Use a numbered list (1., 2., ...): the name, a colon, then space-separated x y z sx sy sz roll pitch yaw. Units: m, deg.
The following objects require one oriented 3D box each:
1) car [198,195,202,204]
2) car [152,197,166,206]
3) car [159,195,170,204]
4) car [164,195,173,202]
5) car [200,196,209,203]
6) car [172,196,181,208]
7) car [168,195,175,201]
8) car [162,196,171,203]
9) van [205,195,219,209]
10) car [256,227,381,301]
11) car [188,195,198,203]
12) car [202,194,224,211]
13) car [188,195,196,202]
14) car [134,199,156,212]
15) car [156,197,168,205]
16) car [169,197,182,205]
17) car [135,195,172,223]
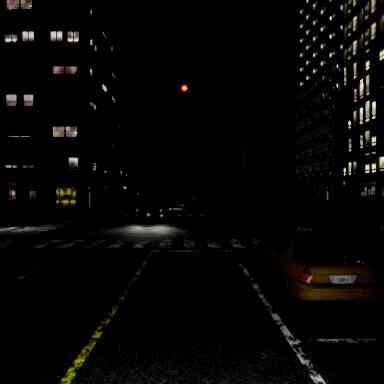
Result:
1. car: 2.773 1.361 62.596 2.192 1.841 5.009 0 0 0
2. car: -5.613 1.588 57.081 2.008 1.369 4.403 0 0 0
3. car: -5.599 1.496 68.135 1.967 1.590 4.097 0 0 0
4. car: -5.583 1.516 79.188 1.967 1.590 4.097 0 0 0
5. car: 2.790 1.611 73.650 1.887 1.381 4.507 0 0 0
6. car: -3.030 1.573 48.575 2.033 1.411 5.357 0 0 0
7. car: -5.567 1.624 90.072 1.752 1.417 4.829 0 0 0
8. car: -5.590 1.648 73.662 1.802 1.307 4.206 0 0 0
9. van: 2.750 1.363 46.016 1.690 1.788 3.998 0 0 0
10. car: 2.698 1.526 8.247 1.752 1.417 4.829 0 0 0
11. car: 0.199 1.656 67.812 1.895 1.301 4.718 0 0 0
12. car: 2.742 1.332 40.490 2.192 1.841 5.009 0 0 0
13. car: 0.112 1.556 80.177 1.882 1.535 5.008 0 0 0
14. car: -5.636 1.567 40.502 2.008 1.369 4.403 0 0 0
15. car: -5.606 1.591 62.607 1.887 1.381 4.507 0 0 0
16. car: -2.979 1.592 61.714 2.033 1.411 5.357 0 0 1
17. car: -3.072 1.255 26.267 2.150 2.045 5.566 0 0 0
